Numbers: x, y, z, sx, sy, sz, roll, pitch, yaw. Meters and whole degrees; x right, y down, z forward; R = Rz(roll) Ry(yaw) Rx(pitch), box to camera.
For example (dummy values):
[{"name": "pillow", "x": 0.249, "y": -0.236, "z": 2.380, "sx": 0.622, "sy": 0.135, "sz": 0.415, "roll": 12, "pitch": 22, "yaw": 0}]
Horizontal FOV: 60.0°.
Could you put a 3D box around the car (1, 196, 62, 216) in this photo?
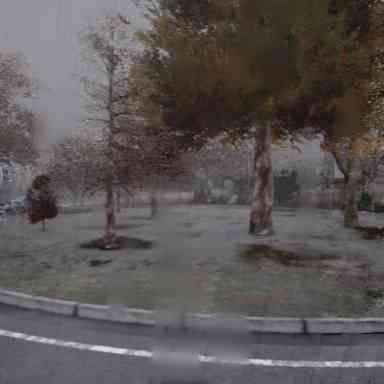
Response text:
[{"name": "car", "x": -12.913, "y": 1.026, "z": 26.296, "sx": 2.033, "sy": 1.411, "sz": 5.357, "roll": 1, "pitch": 1, "yaw": 28}]
